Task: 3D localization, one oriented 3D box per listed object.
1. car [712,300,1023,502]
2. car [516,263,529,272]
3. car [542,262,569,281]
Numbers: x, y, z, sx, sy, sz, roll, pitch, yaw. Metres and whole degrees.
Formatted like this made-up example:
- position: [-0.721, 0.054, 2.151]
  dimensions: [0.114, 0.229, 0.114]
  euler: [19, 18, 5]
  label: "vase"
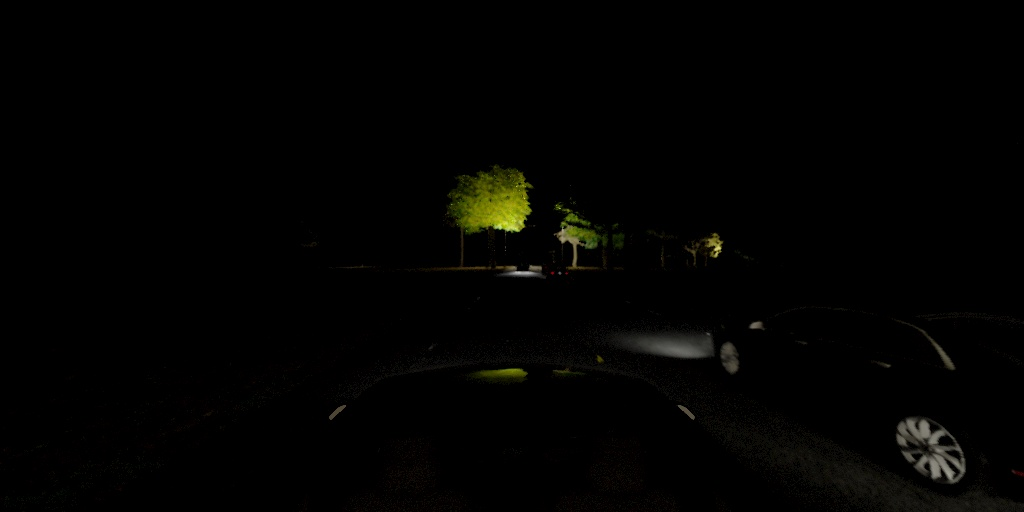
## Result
- position: [4.529, 1.311, 4.525]
  dimensions: [1.837, 1.490, 4.892]
  euler: [0, 0, 0]
  label: "car"
- position: [1.660, 1.666, 53.839]
  dimensions: [1.895, 1.301, 4.718]
  euler: [1, 0, 3]
  label: "car"
- position: [4.185, 1.521, 33.128]
  dimensions: [2.033, 1.411, 5.357]
  euler: [1, 0, 3]
  label: "car"
